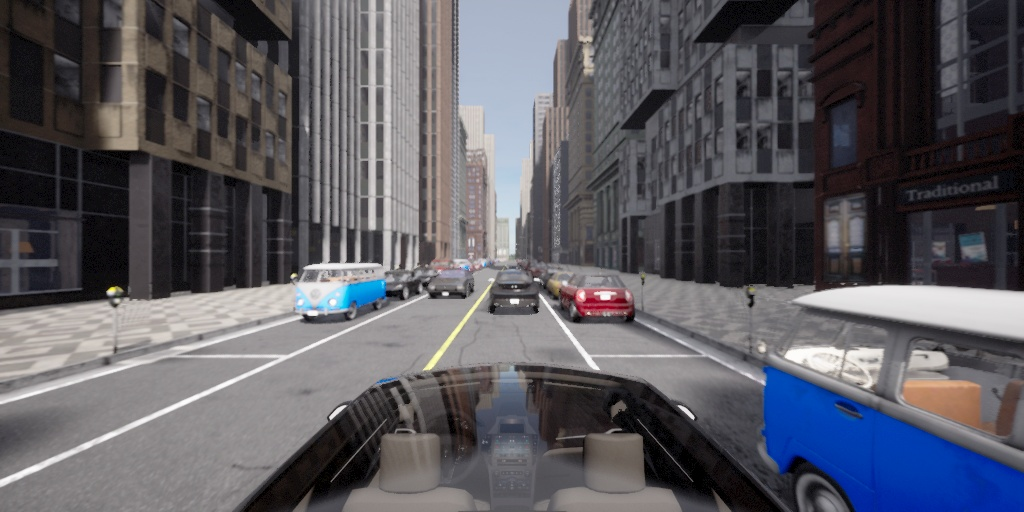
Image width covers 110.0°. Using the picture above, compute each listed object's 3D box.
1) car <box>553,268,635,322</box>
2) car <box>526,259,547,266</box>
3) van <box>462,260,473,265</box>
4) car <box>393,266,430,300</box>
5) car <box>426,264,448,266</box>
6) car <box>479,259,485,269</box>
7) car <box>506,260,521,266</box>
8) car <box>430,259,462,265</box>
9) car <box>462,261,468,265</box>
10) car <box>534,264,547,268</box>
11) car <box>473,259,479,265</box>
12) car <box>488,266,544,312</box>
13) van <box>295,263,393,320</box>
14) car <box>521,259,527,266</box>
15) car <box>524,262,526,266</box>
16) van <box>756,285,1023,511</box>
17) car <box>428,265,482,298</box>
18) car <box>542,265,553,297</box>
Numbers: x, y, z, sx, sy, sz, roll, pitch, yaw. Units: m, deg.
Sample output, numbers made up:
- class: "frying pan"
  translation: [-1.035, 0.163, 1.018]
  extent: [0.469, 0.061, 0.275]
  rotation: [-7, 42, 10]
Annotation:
- class: "car"
  translation: [2.754, 1.245, 12.499]
  extent: [1.967, 1.591, 4.097]
  rotation: [0, 0, 0]
- class: "car"
  translation: [2.736, 1.360, 35.044]
  extent: [1.967, 1.591, 4.097]
  rotation: [0, 0, 0]
- class: "van"
  translation: [-5.793, 1.290, 40.664]
  extent: [1.690, 1.789, 3.998]
  rotation: [0, 0, 0]
- class: "car"
  translation: [-5.775, 1.399, 18.117]
  extent: [1.948, 1.339, 4.313]
  rotation: [0, 0, 0]
- class: "car"
  translation: [-5.780, 1.428, 23.754]
  extent: [1.948, 1.339, 4.313]
  rotation: [0, 0, 0]
- class: "car"
  translation: [-5.807, 1.476, 57.574]
  extent: [1.967, 1.591, 4.097]
  rotation: [0, 0, 0]
- class: "car"
  translation: [0.064, 1.588, 48.032]
  extent: [1.895, 1.301, 4.718]
  rotation: [0, 0, 0]
- class: "car"
  translation: [-5.784, 1.206, 29.390]
  extent: [2.192, 1.841, 5.009]
  rotation: [0, 0, 0]
- class: "car"
  translation: [-5.789, 1.465, 35.027]
  extent: [1.888, 1.381, 4.507]
  rotation: [0, 0, 0]
- class: "car"
  translation: [2.745, 1.413, 23.772]
  extent: [2.007, 1.370, 4.403]
  rotation: [0, 0, 0]
- class: "car"
  translation: [-5.798, 1.418, 46.301]
  extent: [1.967, 1.591, 4.097]
  rotation: [0, 0, 0]
- class: "car"
  translation: [0.090, 1.321, 14.727]
  extent: [1.837, 1.490, 4.892]
  rotation: [0, 0, 0]
- class: "van"
  translation: [-5.771, 1.146, 12.481]
  extent: [1.690, 1.789, 3.998]
  rotation: [0, 0, 0]
- class: "car"
  translation: [2.727, 1.293, 46.317]
  extent: [2.192, 1.841, 5.009]
  rotation: [0, 0, 0]
- class: "car"
  translation: [2.732, 1.515, 40.680]
  extent: [1.948, 1.339, 4.313]
  rotation: [0, 0, 0]
- class: "van"
  translation: [2.764, 1.089, 1.226]
  extent: [1.690, 1.789, 3.998]
  rotation: [0, 0, 0]
- class: "car"
  translation: [-3.054, 1.387, 19.272]
  extent: [2.033, 1.411, 5.357]
  rotation: [0, 0, 1]
- class: "car"
  translation: [2.750, 1.359, 18.305]
  extent: [1.751, 1.417, 4.829]
  rotation: [0, 0, 0]
